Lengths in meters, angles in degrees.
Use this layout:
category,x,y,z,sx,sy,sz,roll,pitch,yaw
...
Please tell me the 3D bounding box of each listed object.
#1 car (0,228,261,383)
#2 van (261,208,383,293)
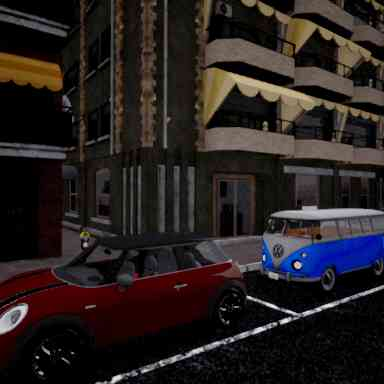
category,x,y,z,sx,sy,sz,roll,pitch,yaw
car,-1.108,1.440,5.304,4.097,1.590,1.967,0,0,-36
van,3.524,1.343,8.609,3.998,1.788,1.690,0,0,-36
